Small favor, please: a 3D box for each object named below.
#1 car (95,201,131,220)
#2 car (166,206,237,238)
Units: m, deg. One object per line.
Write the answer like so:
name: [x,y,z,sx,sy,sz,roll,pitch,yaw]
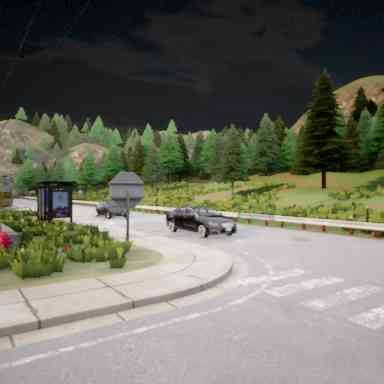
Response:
car: [-6.884,1.529,28.551,1.837,1.490,4.892,0,-1,-34]
car: [0.372,1.513,17.886,2.128,1.511,4.902,0,0,-34]
